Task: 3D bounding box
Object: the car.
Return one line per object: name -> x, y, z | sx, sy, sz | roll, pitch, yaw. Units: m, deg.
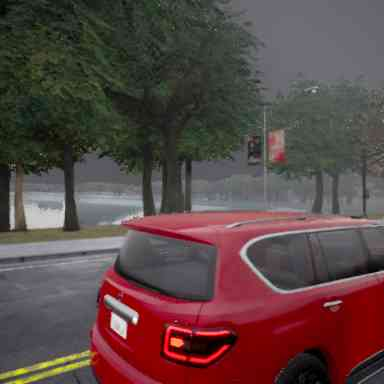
car -> 1.513, 1.272, 4.497 | 5.566, 2.045, 2.150 | 1, 0, -37
